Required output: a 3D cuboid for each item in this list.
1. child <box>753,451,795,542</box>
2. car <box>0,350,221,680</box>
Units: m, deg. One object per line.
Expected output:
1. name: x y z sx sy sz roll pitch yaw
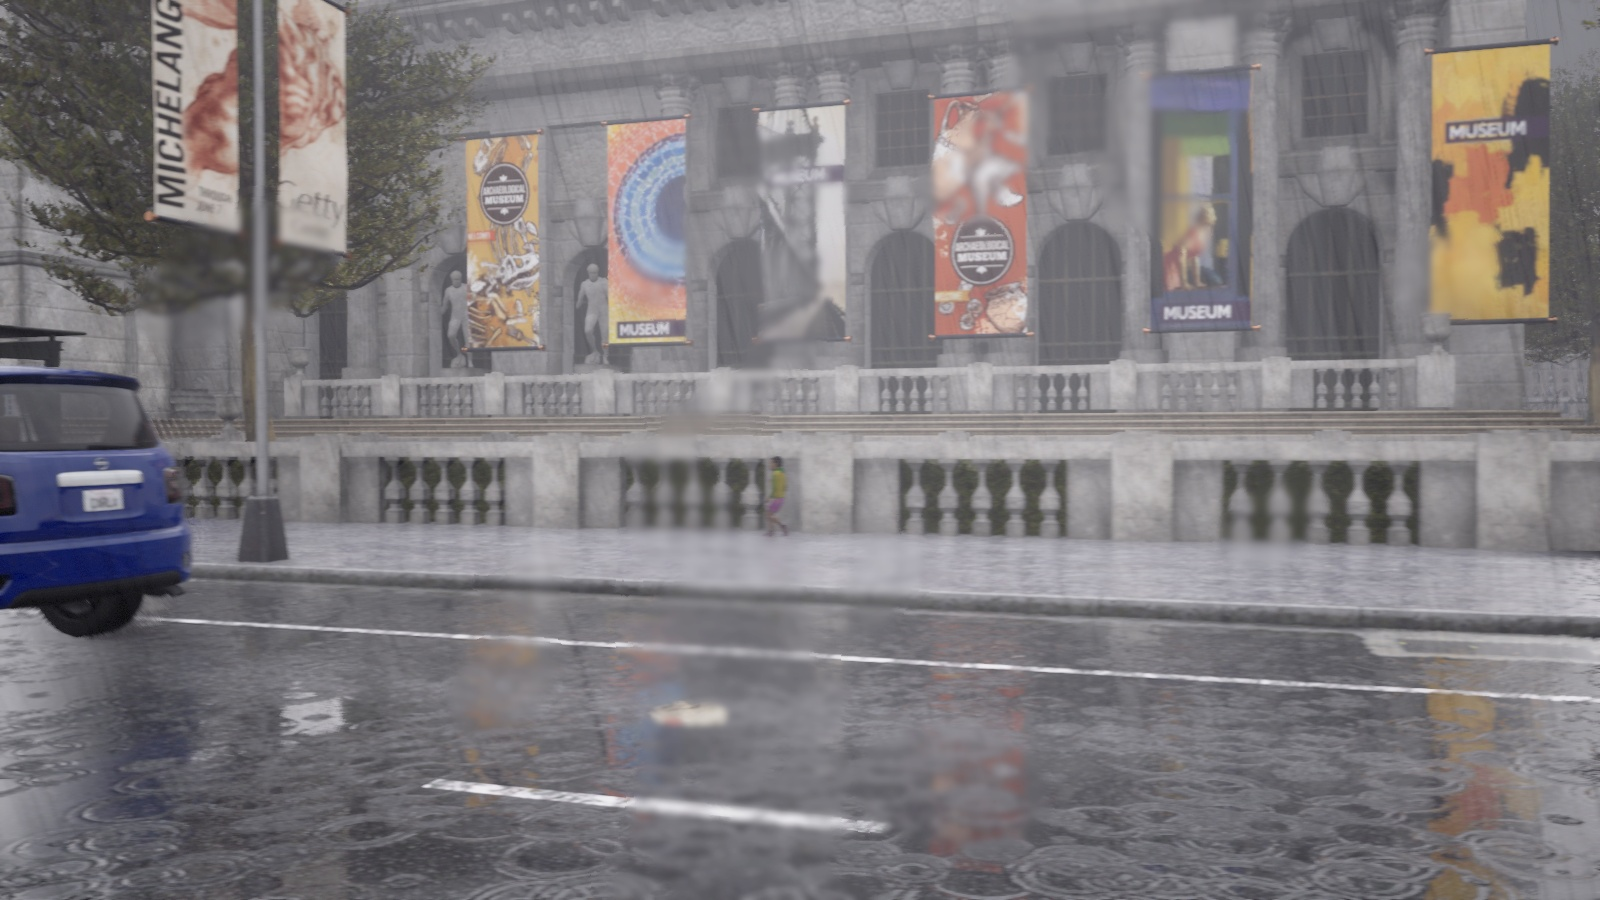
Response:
1. child: -0.337 0.599 16.394 0.473 1.160 0.299 1 1 19
2. car: -7.362 0.368 9.358 5.566 2.045 2.150 1 1 19
